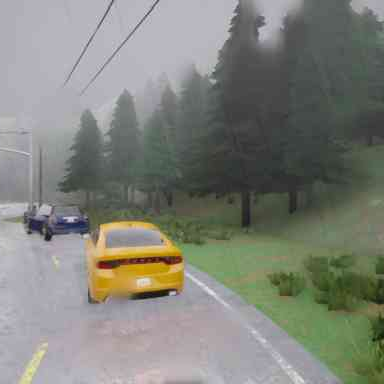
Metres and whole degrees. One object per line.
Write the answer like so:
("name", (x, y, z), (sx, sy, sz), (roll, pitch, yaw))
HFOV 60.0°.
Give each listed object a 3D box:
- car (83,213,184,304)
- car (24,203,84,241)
("car", (-1.659, 1.478, 8.369), (1.882, 1.535, 5.008), (0, 0, -18))
("car", (-7.035, 1.351, 17.147), (2.097, 1.767, 4.553), (0, 0, -40))
